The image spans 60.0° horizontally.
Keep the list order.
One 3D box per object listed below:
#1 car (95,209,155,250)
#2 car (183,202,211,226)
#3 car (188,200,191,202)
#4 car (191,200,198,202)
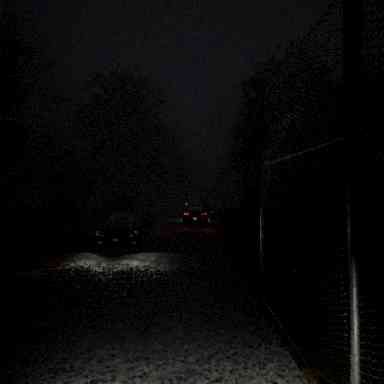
[{"bbox_3d":[-2.818,1.539,14.859,1.882,1.535,5.008,0,0,0],"label":"car"},{"bbox_3d":[0.298,1.691,25.058,1.812,1.442,4.674,0,-1,2],"label":"car"},{"bbox_3d":[0.051,2.059,56.138,2.097,1.767,4.553,0,-2,9],"label":"car"},{"bbox_3d":[1.279,1.968,41.515,1.994,1.385,4.181,0,-1,5],"label":"car"}]
